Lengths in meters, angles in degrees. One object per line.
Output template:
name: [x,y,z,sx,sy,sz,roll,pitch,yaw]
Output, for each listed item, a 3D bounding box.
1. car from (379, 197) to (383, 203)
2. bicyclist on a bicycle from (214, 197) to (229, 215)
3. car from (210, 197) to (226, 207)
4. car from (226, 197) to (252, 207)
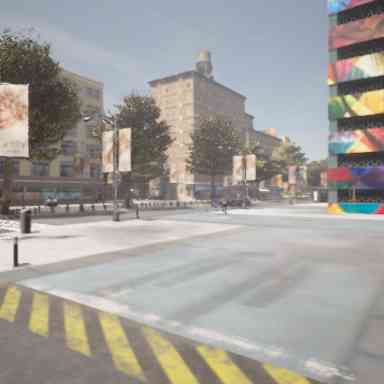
car: [25.987,1.433,43.955,2.161,1.482,4.786,0,0,35]
bicyclist on a bicycle: [2.761,1.325,31.149,1.656,1.620,0.582,0,0,36]
car: [4.678,1.567,53.387,1.812,1.442,4.674,0,0,36]
car: [7.524,1.564,51.350,1.812,1.442,4.674,0,0,36]
